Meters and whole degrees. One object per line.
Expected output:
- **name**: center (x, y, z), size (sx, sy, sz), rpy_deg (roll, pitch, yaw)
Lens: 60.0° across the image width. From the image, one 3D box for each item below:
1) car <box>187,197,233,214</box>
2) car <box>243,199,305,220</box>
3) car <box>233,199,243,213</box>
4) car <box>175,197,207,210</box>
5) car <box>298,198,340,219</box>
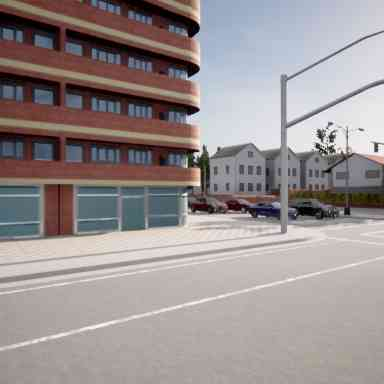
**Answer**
- **car**: center (1.825, 1.352, 35.399), size (2.097, 1.767, 4.553), rpy_deg (0, 0, -34)
- **car**: center (6.823, 1.526, 28.204), size (1.812, 1.442, 4.674), rpy_deg (0, 0, -35)
- **car**: center (5.203, 1.478, 36.672), size (1.882, 1.535, 5.008), rpy_deg (0, 0, -35)
- **car**: center (-0.179, 1.502, 44.455), size (1.837, 1.490, 4.892), rpy_deg (0, 1, -35)
- **car**: center (10.457, 1.352, 29.098), size (2.097, 1.767, 4.553), rpy_deg (0, 0, -35)
